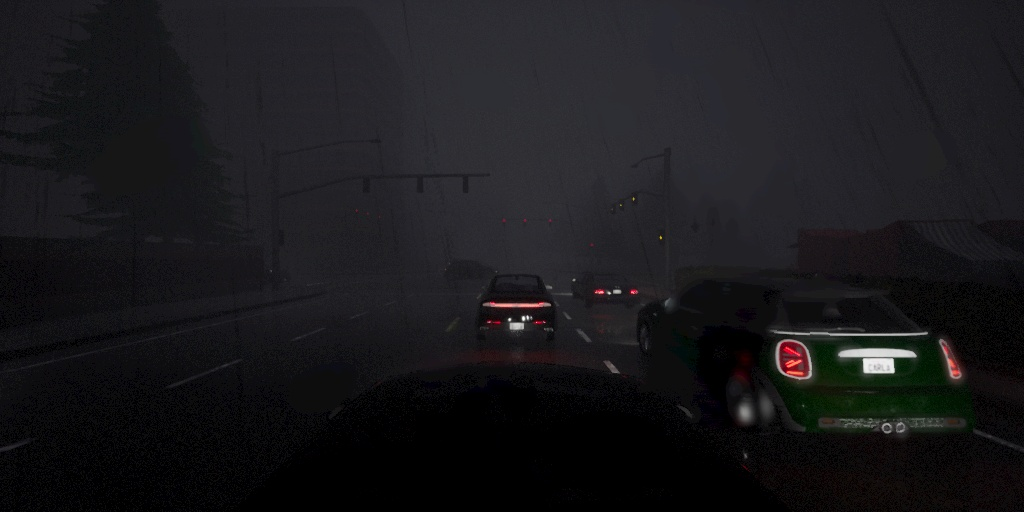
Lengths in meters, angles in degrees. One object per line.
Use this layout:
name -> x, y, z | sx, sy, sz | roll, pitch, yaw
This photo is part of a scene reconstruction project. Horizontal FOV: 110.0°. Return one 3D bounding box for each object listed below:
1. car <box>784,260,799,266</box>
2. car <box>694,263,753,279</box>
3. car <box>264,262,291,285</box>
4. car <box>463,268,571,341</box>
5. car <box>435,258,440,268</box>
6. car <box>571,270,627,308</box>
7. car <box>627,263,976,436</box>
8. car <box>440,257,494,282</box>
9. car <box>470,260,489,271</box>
car -> 24.375, 1.155, 29.021 | 4.553, 1.767, 2.097 | 0, 0, 1
car -> 19.259, 1.367, 32.803 | 4.181, 1.385, 1.994 | 0, 0, 1
car -> -18.796, 1.156, 26.197 | 4.553, 1.767, 2.097 | 0, 0, 1
car -> 0.134, 1.241, 9.854 | 2.128, 1.511, 4.902 | 0, 0, 1
car -> -10.193, 1.346, 56.502 | 1.895, 1.301, 4.718 | 0, 0, -26
car -> 3.706, 1.296, 15.030 | 2.033, 1.411, 5.357 | 0, 0, 1
car -> 3.630, 1.102, 5.658 | 2.097, 1.767, 4.553 | 0, 0, 0
car -> -3.235, 1.147, 29.453 | 4.553, 1.767, 2.097 | 0, 0, 1
car -> -4.714, 1.310, 51.516 | 1.994, 1.385, 4.181 | 0, 0, -18
